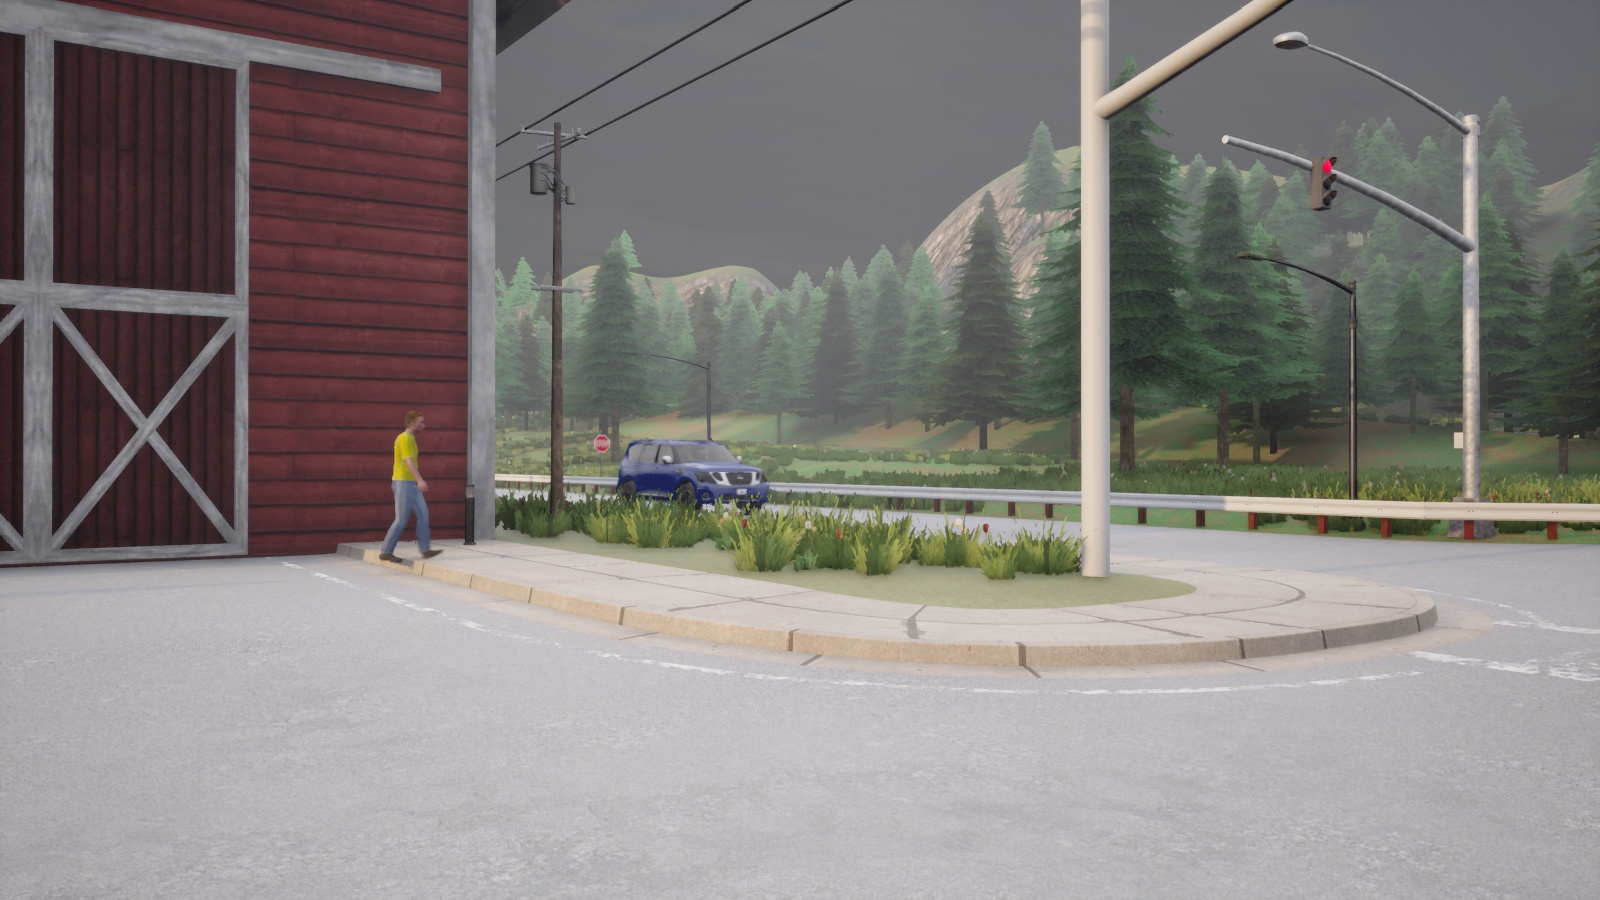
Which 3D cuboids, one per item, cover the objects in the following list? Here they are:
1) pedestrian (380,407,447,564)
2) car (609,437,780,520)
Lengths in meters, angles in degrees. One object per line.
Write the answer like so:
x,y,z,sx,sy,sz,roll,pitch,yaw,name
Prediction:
-4.587,0.414,14.936,0.706,1.836,0.354,0,0,-7,pedestrian
-2.968,0.731,33.916,2.150,2.045,5.566,0,0,-34,car
